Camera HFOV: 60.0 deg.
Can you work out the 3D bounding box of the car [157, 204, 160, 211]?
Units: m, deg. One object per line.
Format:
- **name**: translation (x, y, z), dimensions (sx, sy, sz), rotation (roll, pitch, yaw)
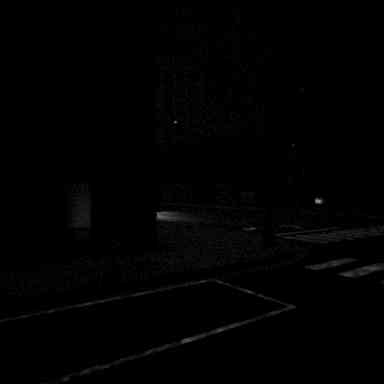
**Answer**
- **car**: translation (-5.599, 1.502, 38.817), dimensions (1.812, 1.442, 4.674), rotation (0, 0, -36)
